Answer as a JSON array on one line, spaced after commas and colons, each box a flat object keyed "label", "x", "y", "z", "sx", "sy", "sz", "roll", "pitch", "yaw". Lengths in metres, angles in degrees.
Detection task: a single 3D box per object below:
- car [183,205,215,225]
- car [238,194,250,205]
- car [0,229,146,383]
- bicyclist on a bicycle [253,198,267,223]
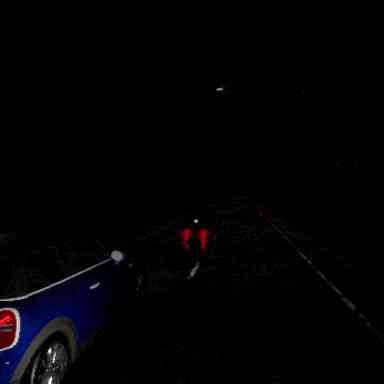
[{"label": "car", "x": 0.627, "y": 1.638, "z": 24.429, "sx": 1.895, "sy": 1.301, "sz": 4.718, "roll": 0, "pitch": 0, "yaw": 9}, {"label": "car", "x": 10.011, "y": 1.656, "z": 63.347, "sx": 1.994, "sy": 1.385, "sz": 4.181, "roll": 0, "pitch": 0, "yaw": 9}, {"label": "car", "x": -2.252, "y": 1.362, "z": 5.276, "sx": 2.097, "sy": 1.767, "sz": 4.553, "roll": 0, "pitch": 0, "yaw": 9}, {"label": "bicyclist on a bicycle", "x": 4.944, "y": 1.470, "z": 23.943, "sx": 0.866, "sy": 1.612, "sz": 1.509, "roll": 0, "pitch": 0, "yaw": 9}]
